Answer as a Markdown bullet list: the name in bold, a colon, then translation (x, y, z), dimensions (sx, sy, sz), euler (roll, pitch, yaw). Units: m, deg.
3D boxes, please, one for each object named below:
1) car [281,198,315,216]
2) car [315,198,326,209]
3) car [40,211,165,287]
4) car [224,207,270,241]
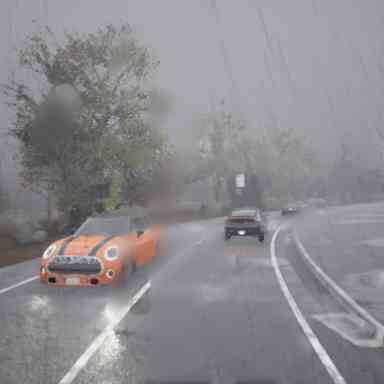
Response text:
- **car**: translation (10.378, 1.580, 33.058), dimensions (1.994, 1.385, 4.181), euler (-4, -2, 33)
- **car**: translation (16.810, 1.605, 46.076), dimensions (4.892, 1.490, 1.837), euler (-1, -4, -43)
- **car**: translation (-2.284, 1.409, 9.605), dimensions (2.097, 1.767, 4.553), euler (-1, -1, 10)
- **car**: translation (2.835, 1.544, 17.020), dimensions (1.837, 1.490, 4.892), euler (-2, 0, 16)
